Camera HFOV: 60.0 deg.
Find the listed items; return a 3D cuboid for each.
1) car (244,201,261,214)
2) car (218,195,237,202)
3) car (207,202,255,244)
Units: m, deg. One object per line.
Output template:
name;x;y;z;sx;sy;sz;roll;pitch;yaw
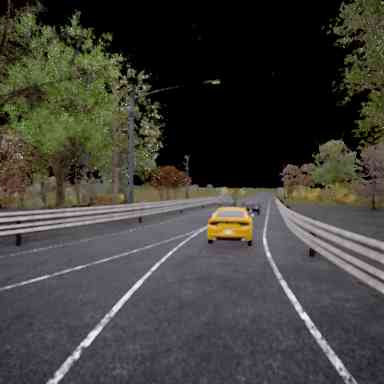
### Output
car;6.188;1.537;34.632;1.895;1.301;4.718;0;0;13
car;4.738;1.233;44.420;2.097;1.767;4.553;0;0;14
car;1.903;1.455;15.726;1.882;1.535;5.008;0;0;10
